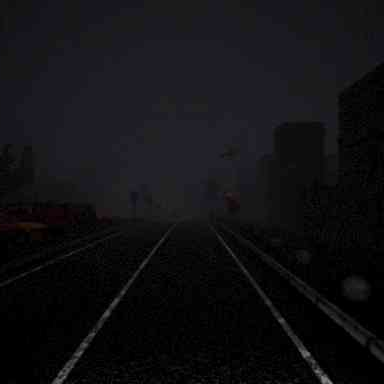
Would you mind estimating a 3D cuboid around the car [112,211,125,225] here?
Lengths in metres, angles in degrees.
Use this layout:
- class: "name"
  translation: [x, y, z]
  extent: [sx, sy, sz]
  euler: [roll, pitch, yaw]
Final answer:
- class: "car"
  translation: [-9.383, 2.354, 31.174]
  extent: [5.366, 1.575, 1.946]
  euler: [0, -3, 0]

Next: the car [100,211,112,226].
- class: "car"
  translation: [-9.585, 2.096, 28.263]
  extent: [4.553, 1.767, 2.185]
  euler: [0, -3, 0]

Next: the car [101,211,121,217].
- class: "car"
  translation: [-21.807, 5.958, 89.647]
  extent: [4.674, 1.452, 2.002]
  euler: [0, -4, 0]

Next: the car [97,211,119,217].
- class: "car"
  translation: [-21.827, 5.718, 86.507]
  extent: [5.008, 1.535, 2.097]
  euler: [0, -4, 0]

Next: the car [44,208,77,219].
- class: "car"
  translation: [-21.971, 3.635, 55.693]
  extent: [4.553, 1.767, 2.185]
  euler: [0, -4, 0]

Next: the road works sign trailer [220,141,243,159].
- class: "road works sign trailer"
  translation: [5.910, -6.283, 51.936]
  extent: [2.380, 2.880, 3.560]
  euler: [-16, 15, 34]

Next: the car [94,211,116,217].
- class: "car"
  translation: [-21.829, 5.512, 83.241]
  extent: [4.892, 1.521, 2.231]
  euler: [0, -4, 0]

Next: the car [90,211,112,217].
- class: "car"
  translation: [-21.844, 5.343, 79.969]
  extent: [4.674, 1.452, 2.002]
  euler: [0, -4, 0]

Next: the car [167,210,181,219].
- class: "car"
  translation: [-3.212, 4.410, 64.615]
  extent: [1.812, 1.442, 4.674]
  euler: [0, -4, 1]

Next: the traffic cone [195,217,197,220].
- class: "traffic cone"
  translation: [0.635, 3.937, 50.391]
  extent: [0.340, 0.580, 0.340]
  euler: [0, -4, 0]

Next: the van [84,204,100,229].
- class: "van"
  translation: [-9.655, 1.868, 25.233]
  extent: [4.442, 1.987, 1.878]
  euler: [0, -2, 0]

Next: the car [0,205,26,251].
- class: "car"
  translation: [-9.476, 1.528, 13.092]
  extent: [4.553, 1.767, 2.185]
  euler: [0, -2, -1]

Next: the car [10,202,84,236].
- class: "car"
  translation: [-9.530, 1.601, 19.046]
  extent: [5.566, 2.045, 2.435]
  euler: [0, -2, 0]

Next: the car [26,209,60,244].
- class: "car"
  translation: [-9.478, 1.754, 16.122]
  extent: [5.008, 1.535, 2.097]
  euler: [0, -2, -1]
